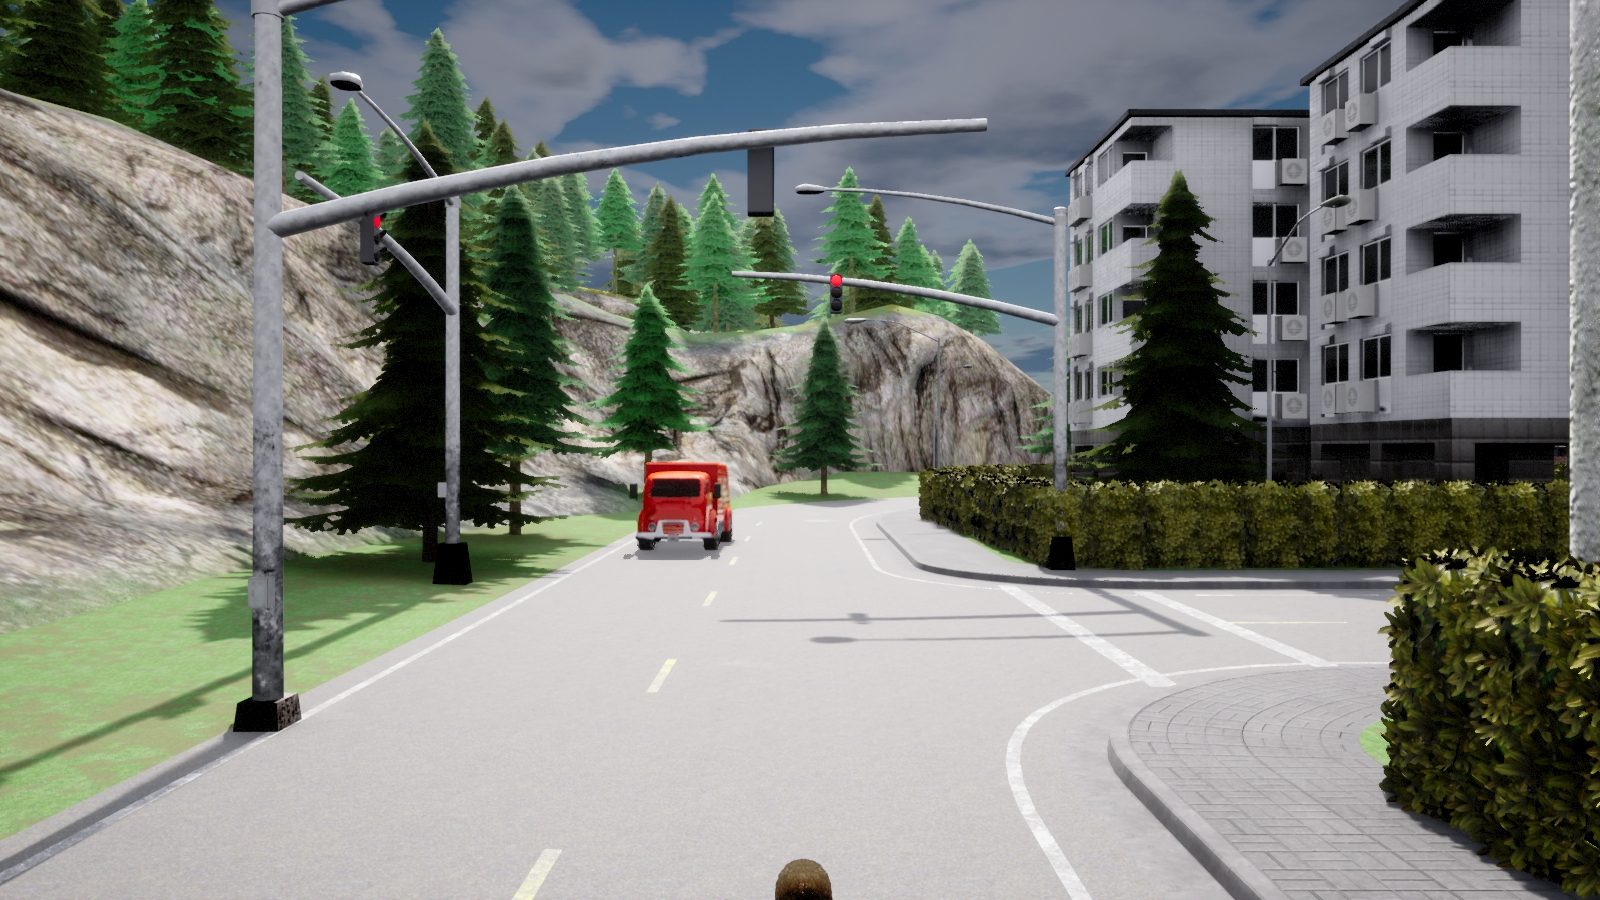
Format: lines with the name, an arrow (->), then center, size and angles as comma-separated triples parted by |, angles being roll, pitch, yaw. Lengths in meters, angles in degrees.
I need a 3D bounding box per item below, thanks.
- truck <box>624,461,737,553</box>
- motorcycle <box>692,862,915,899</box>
truck -> -3.347, 1.562, 33.175 | 2.627, 2.467, 5.204 | 0, -1, 1
motorcycle -> 0.010, 2.193, 3.477 | 0.803, 1.145, 2.033 | 0, 0, 0
